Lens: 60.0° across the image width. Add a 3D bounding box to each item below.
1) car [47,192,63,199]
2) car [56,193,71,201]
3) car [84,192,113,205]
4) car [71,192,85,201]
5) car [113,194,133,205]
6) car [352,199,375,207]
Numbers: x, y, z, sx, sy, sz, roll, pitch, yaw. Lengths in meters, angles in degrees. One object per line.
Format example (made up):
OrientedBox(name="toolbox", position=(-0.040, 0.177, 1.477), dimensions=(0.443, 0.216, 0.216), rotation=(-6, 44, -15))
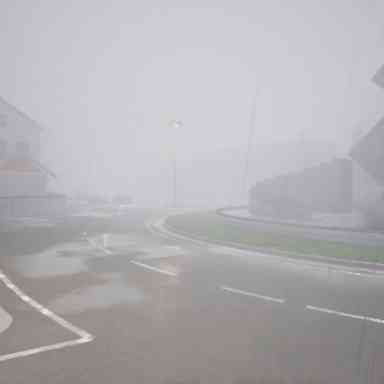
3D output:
OrientedBox(name="car", position=(-30.154, 0.806, 73.251), dimensions=(1.994, 1.385, 4.181), rotation=(1, 0, -41))
OrientedBox(name="car", position=(-23.637, 0.948, 60.422), dimensions=(2.033, 1.411, 5.357), rotation=(1, 0, -40))
OrientedBox(name="car", position=(-13.509, 1.119, 47.887), dimensions=(1.812, 1.442, 4.674), rotation=(1, 0, -34))
OrientedBox(name="car", position=(-19.915, 0.797, 61.455), dimensions=(2.097, 1.767, 4.553), rotation=(1, 0, -41))
OrientedBox(name="car", position=(-10.344, 1.136, 49.360), dimensions=(1.837, 1.490, 4.892), rotation=(1, 0, -33))
OrientedBox(name="car", position=(23.742, 1.669, 45.592), dimensions=(4.181, 1.385, 1.994), rotation=(1, 0, 13))
